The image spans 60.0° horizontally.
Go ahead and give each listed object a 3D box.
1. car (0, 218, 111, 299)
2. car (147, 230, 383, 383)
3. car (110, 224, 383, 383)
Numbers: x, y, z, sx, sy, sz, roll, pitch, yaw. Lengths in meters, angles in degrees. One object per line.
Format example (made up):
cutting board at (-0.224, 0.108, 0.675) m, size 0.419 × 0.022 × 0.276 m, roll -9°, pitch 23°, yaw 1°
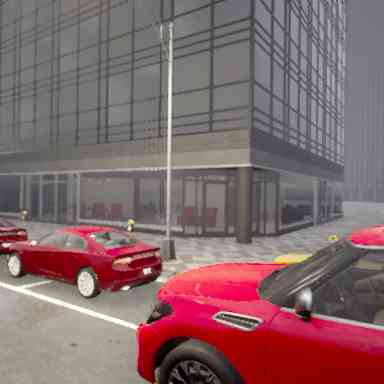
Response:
car at (-2.809, 1.515, 8.294) m, size 4.507 × 1.381 × 1.887 m, roll 1°, pitch 0°, yaw 34°
car at (1.721, 1.570, 5.295) m, size 4.829 × 1.417 × 1.752 m, roll 1°, pitch 0°, yaw 34°
car at (2.083, 1.272, 2.822) m, size 5.566 × 2.045 × 2.150 m, roll 1°, pitch 0°, yaw 34°
